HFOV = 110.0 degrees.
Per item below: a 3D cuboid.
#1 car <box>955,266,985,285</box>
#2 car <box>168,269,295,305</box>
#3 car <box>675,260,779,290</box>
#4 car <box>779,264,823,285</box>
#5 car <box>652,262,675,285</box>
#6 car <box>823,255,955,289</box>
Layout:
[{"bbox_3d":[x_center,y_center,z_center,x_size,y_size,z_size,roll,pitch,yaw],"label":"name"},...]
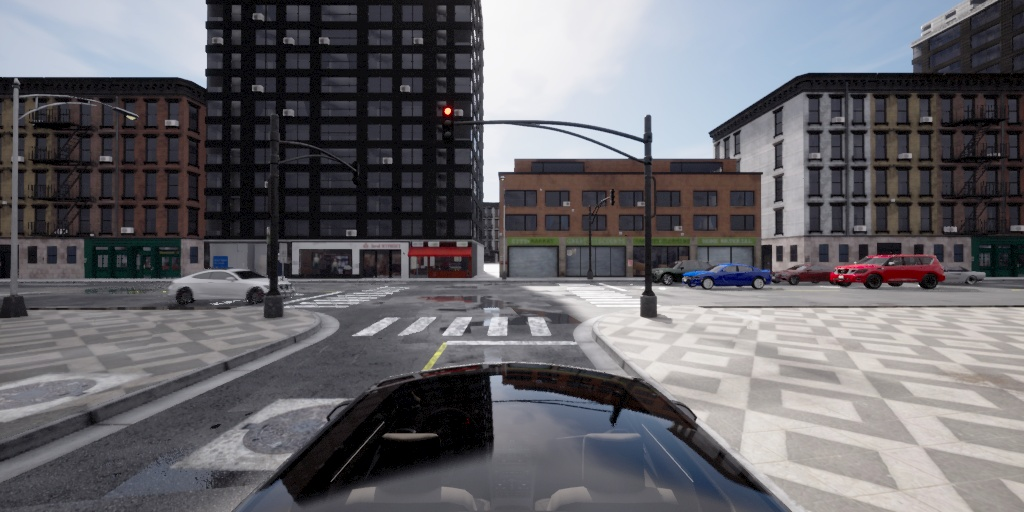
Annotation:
[{"bbox_3d":[29.998,1.328,25.345,4.718,1.301,1.895,0,0,0],"label":"car"},{"bbox_3d":[-11.841,1.255,15.276,4.674,1.442,1.812,0,0,0],"label":"car"},{"bbox_3d":[13.104,1.213,22.043,5.008,1.535,1.882,0,0,-2],"label":"car"},{"bbox_3d":[20.794,1.272,25.312,4.674,1.442,1.812,0,0,0],"label":"car"},{"bbox_3d":[11.967,1.117,25.302,4.553,1.767,2.097,0,0,0],"label":"car"},{"bbox_3d":[23.031,0.937,22.084,5.566,2.045,2.150,0,0,0],"label":"car"}]
